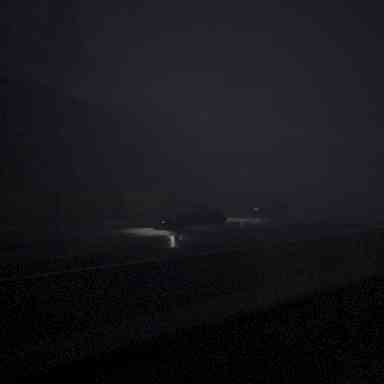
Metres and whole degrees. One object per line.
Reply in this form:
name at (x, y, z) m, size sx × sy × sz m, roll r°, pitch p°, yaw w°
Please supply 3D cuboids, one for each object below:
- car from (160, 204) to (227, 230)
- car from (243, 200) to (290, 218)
car at (0.178, 1.534, 21.315) m, size 4.674 × 1.442 × 1.812 m, roll 0°, pitch 0°, yaw -35°
car at (6.848, 1.494, 30.366) m, size 5.008 × 1.535 × 1.882 m, roll 0°, pitch 0°, yaw -35°
